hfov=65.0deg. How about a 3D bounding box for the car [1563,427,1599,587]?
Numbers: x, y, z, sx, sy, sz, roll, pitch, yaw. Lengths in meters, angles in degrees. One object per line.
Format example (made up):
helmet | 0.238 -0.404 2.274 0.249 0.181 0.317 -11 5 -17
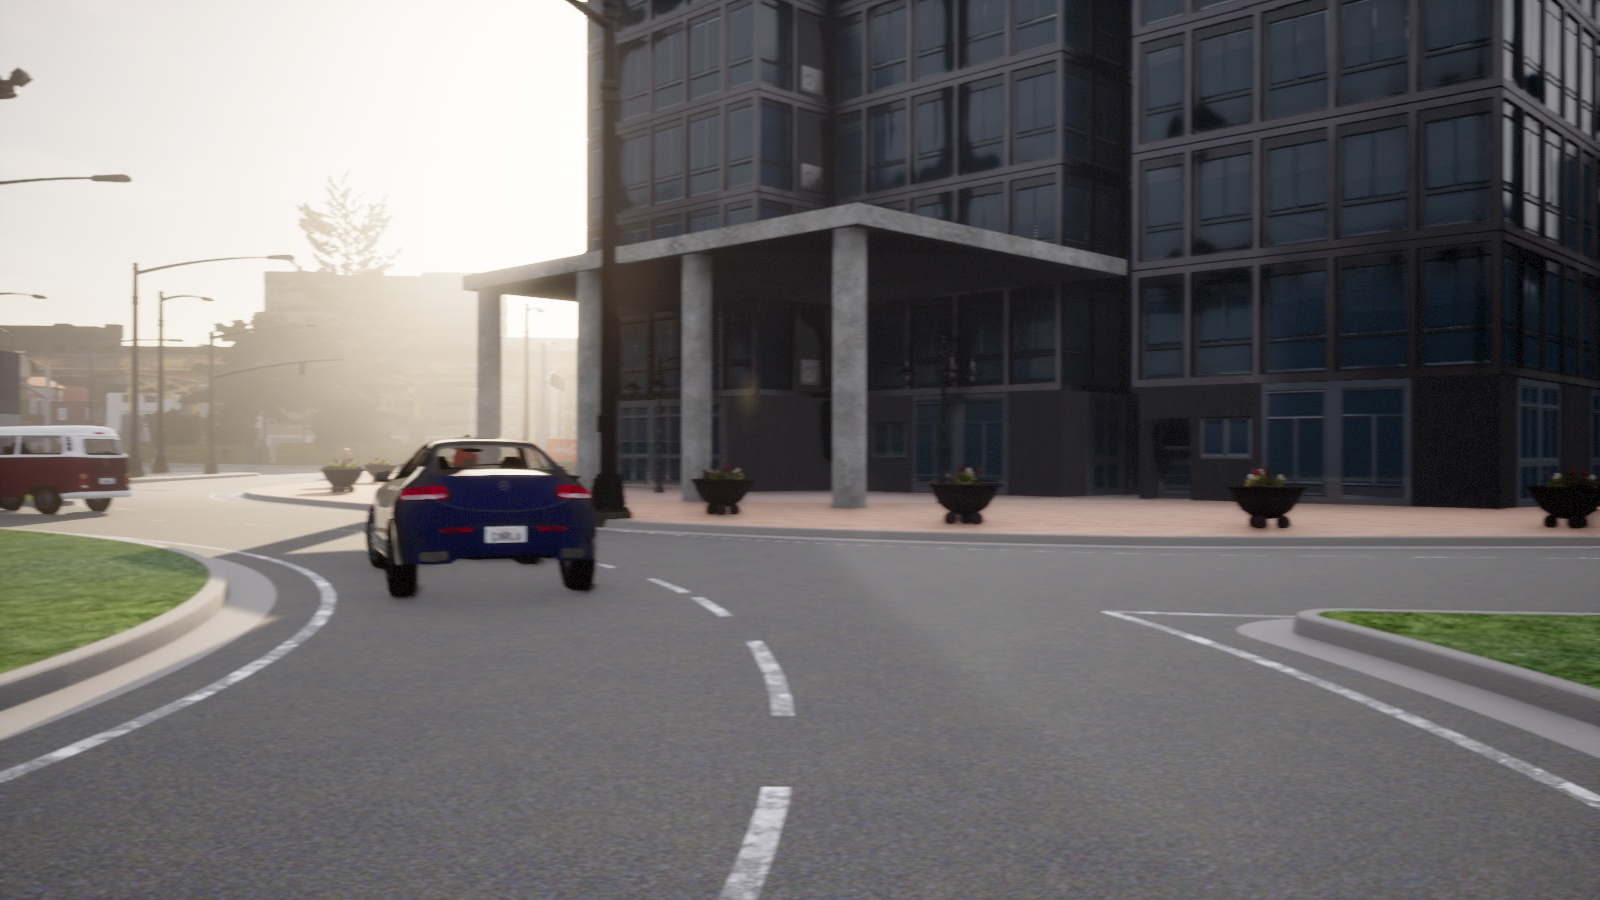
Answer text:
car | 10.632 0.590 12.564 4.611 1.667 2.242 0 0 1

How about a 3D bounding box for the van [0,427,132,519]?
van | -18.250 0.526 29.252 4.480 2.038 2.069 0 0 12

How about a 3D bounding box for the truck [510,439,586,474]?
truck | -18.275 0.448 91.331 5.204 2.467 2.627 0 0 -5

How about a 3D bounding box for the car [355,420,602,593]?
car | -3.962 0.546 14.735 2.152 1.651 5.027 0 0 -22
